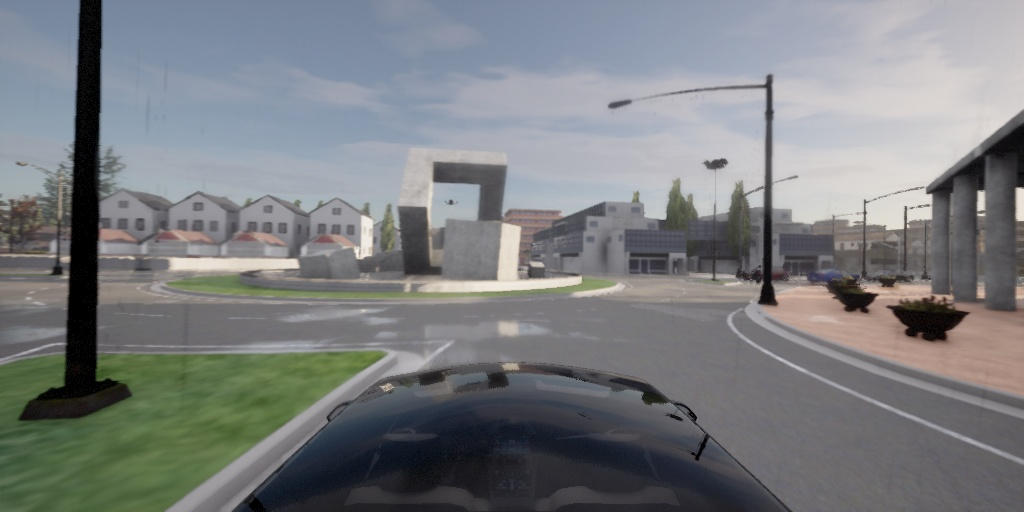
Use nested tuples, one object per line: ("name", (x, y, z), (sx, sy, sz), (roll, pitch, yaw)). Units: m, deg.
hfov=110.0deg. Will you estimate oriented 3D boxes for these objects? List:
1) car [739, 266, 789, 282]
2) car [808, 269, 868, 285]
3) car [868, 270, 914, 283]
("car", (27.431, 1.887, 39.148), (4.553, 1.767, 2.097), (1, -1, -2))
("car", (31.863, 2.053, 35.391), (5.008, 1.535, 1.882), (1, -1, -11))
("car", (42.840, 2.295, 40.748), (4.902, 1.511, 2.128), (1, -1, -8))
